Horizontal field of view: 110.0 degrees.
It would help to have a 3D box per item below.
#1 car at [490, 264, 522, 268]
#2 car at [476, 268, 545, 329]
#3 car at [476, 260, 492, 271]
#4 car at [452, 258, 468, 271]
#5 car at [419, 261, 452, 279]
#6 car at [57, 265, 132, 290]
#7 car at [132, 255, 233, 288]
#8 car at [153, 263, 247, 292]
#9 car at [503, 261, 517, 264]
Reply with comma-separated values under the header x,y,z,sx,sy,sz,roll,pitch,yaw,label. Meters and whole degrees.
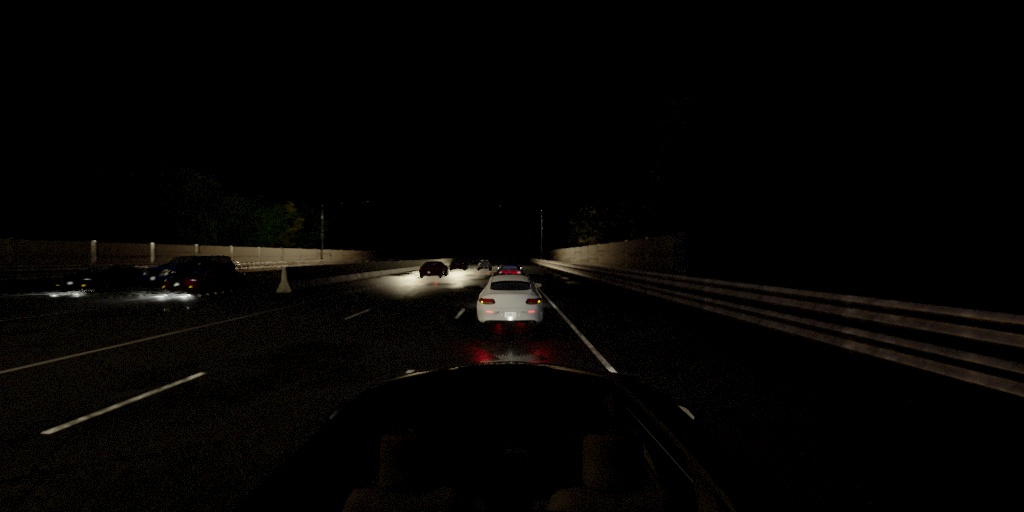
x,y,z,sx,sy,sz,roll,pitch,yaw,label
-0.113,1.345,20.432,1.895,1.301,4.718,0,0,-1,car
-0.050,1.273,11.076,1.812,1.442,4.674,0,0,0,car
-3.752,1.262,49.839,1.812,1.442,4.674,0,0,-1,car
-7.243,1.088,49.116,2.097,1.767,4.553,0,0,-1,car
-7.114,1.218,33.032,1.882,1.535,5.008,0,0,-1,car
-24.730,1.270,22.044,1.994,1.385,4.181,1,1,-1,car
-21.236,0.965,23.936,2.150,2.045,5.566,0,0,0,car
-17.711,1.308,20.915,1.994,1.385,4.181,0,0,0,car
-0.172,1.307,27.630,1.994,1.385,4.181,0,0,-1,car
